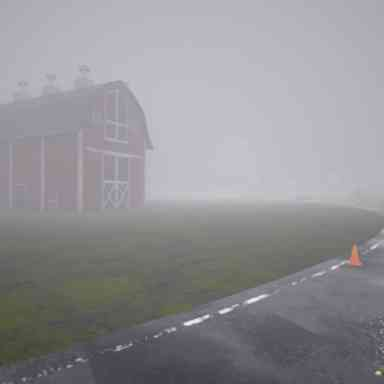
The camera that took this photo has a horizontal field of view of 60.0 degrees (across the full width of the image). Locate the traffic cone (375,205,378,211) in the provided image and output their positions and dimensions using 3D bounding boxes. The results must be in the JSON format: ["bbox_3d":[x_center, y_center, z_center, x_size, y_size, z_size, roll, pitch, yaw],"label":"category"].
[{"bbox_3d":[19.372,1.686,34.910,0.340,0.580,0.340,0,1,18],"label":"traffic cone"}]

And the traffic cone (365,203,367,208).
[{"bbox_3d":[20.655,1.648,39.554,0.340,0.580,0.340,0,1,13],"label":"traffic cone"}]

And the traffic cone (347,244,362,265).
[{"bbox_3d":[4.955,1.893,10.120,0.340,0.580,0.340,0,0,43],"label":"traffic cone"}]

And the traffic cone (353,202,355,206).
[{"bbox_3d":[21.593,1.614,44.279,0.340,0.580,0.340,0,0,9],"label":"traffic cone"}]

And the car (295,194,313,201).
[{"bbox_3d":[22.826,1.112,67.935,1.994,1.385,4.181,1,0,-16],"label":"car"}]
